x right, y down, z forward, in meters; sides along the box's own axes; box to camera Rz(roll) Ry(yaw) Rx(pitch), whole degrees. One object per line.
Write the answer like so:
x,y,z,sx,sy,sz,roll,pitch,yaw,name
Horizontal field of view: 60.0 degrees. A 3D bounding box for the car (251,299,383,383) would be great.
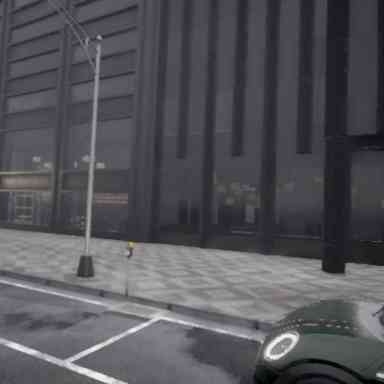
2.939,1.668,3.254,4.553,1.767,2.097,1,-4,28,car
